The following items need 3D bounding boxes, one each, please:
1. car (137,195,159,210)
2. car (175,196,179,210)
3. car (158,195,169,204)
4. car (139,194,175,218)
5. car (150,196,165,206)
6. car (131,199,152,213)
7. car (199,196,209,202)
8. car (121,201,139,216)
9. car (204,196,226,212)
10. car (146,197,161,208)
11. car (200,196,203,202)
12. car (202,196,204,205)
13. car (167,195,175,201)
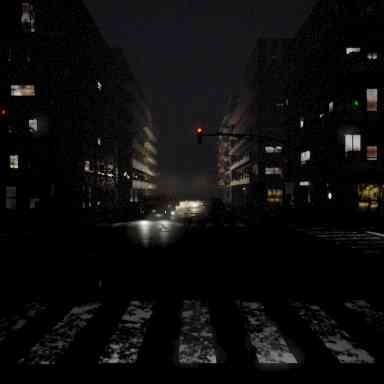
[{"bbox_3d":[-5.649,1.326,43.604,2.192,1.841,5.009,0,0,0],"label":"car"},{"bbox_3d":[-3.058,1.361,40.124,2.097,1.767,4.553,0,0,0],"label":"car"},{"bbox_3d":[-5.628,1.464,66.335,1.967,1.590,4.097,0,0,0],"label":"car"},{"bbox_3d":[-3.090,1.227,30.212,2.150,2.045,5.566,0,0,1],"label":"car"},{"bbox_3d":[-5.638,1.457,54.969,1.967,1.590,4.097,0,0,0],"label":"car"},{"bbox_3d":[-5.655,1.533,37.752,1.752,1.417,4.829,0,0,0],"label":"car"},{"bbox_3d":[2.763,1.584,77.693,2.008,1.369,4.403,0,0,0],"label":"car"},{"bbox_3d":[-5.660,1.572,32.239,1.947,1.339,4.313,0,0,0],"label":"car"},{"bbox_3d":[2.726,1.448,37.916,1.967,1.590,4.097,0,0,0],"label":"car"},{"bbox_3d":[-5.644,1.539,49.117,1.752,1.417,4.829,0,0,0],"label":"car"},{"bbox_3d":[2.742,1.598,54.963,1.802,1.307,4.206,0,0,0],"label":"car"},{"bbox_3d":[2.731,1.451,43.598,1.967,1.590,4.097,0,0,0],"label":"car"},{"bbox_3d":[-5.607,1.594,89.063,2.008,1.369,4.403,0,0,0],"label":"car"}]
